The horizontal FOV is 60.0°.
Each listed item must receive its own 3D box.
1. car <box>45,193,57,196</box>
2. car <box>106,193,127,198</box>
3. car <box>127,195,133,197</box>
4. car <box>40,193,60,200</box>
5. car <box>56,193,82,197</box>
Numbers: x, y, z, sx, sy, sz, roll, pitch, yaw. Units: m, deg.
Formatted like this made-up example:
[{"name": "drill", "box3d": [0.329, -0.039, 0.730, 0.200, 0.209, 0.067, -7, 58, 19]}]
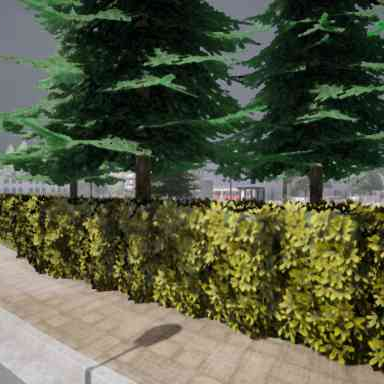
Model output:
[{"name": "car", "box3d": [-30.145, 1.296, 74.918, 4.514, 1.523, 2.007, 0, 0, -34]}, {"name": "car", "box3d": [-20.362, 1.151, 92.766, 5.027, 1.636, 2.152, 0, 0, -34]}, {"name": "car", "box3d": [-13.202, 1.075, 82.163, 3.866, 1.878, 1.905, 0, 0, -34]}, {"name": "car", "box3d": [-36.525, 1.096, 85.640, 4.605, 1.855, 1.932, 0, 0, -34]}, {"name": "car", "box3d": [-24.588, 1.318, 66.613, 3.633, 1.501, 1.845, 0, 0, -34]}]
